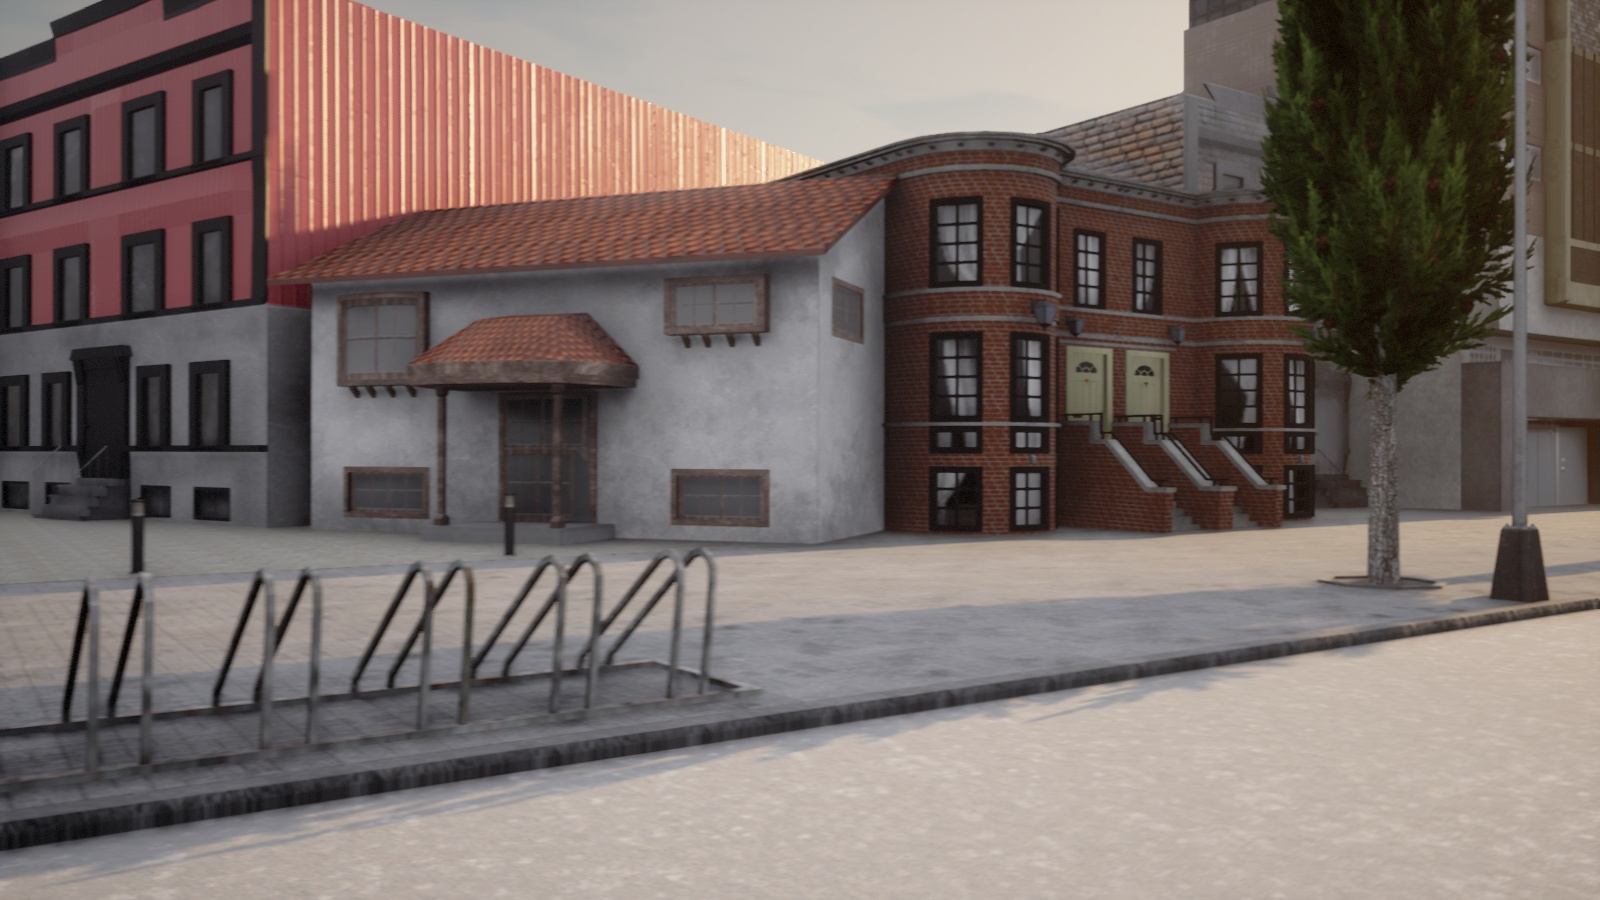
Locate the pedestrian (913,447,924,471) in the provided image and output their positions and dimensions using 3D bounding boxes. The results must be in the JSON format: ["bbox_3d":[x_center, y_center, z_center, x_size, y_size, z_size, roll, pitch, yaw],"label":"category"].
[{"bbox_3d":[8.896,0.661,94.134,0.328,1.805,0.869,0,0,-36],"label":"pedestrian"}]
